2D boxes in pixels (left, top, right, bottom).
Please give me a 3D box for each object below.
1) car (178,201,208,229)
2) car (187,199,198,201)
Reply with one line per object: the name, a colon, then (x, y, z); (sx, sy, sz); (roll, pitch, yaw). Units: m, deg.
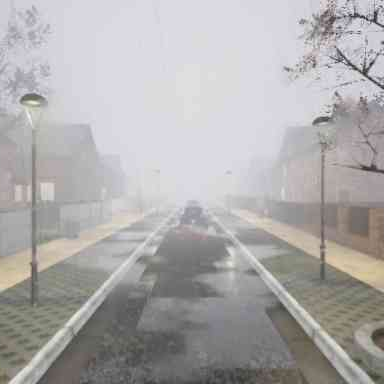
car: (0.093, 1.537, 21.755); (1.812, 1.442, 4.674); (0, 0, 0)
car: (0.087, 1.549, 39.878); (1.812, 1.442, 4.674); (0, 0, 0)
